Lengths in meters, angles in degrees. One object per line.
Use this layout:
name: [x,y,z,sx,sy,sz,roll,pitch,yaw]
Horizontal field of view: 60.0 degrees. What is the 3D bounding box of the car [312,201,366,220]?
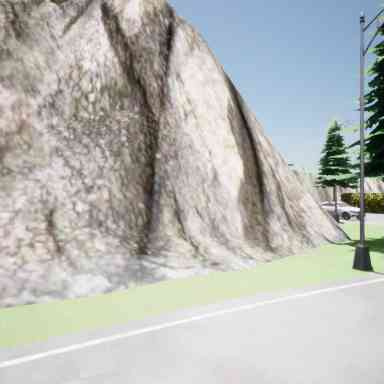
car: [12.314,1.526,28.216,1.812,1.442,4.674,0,0,-26]
